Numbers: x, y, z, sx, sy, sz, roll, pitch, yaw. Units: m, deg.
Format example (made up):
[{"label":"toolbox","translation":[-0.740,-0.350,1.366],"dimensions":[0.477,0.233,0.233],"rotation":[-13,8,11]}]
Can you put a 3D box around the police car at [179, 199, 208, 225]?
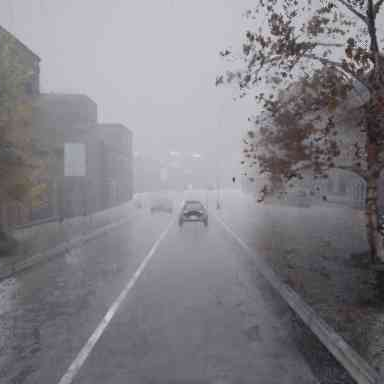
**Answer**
[{"label":"police car","translation":[0.097,1.492,24.116],"dimensions":[2.038,1.542,4.974],"rotation":[0,0,0]}]

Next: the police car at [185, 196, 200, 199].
[{"label":"police car","translation":[0.095,1.280,42.623],"dimensions":[1.930,1.638,5.238],"rotation":[0,1,0]}]

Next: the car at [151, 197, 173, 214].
[{"label":"car","translation":[-3.097,1.324,35.050],"dimensions":[2.097,1.767,4.553],"rotation":[0,0,0]}]

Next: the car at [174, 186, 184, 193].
[{"label":"car","translation":[-2.969,-0.578,76.388],"dimensions":[1.994,1.385,4.181],"rotation":[0,4,0]}]
